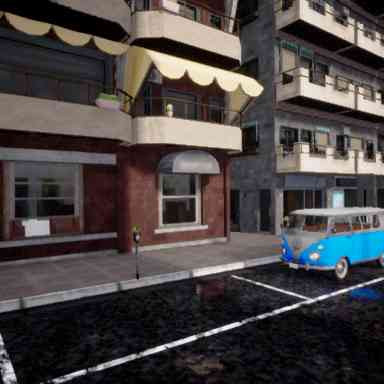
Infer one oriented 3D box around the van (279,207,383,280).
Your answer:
[{"bbox_3d":[4.273,1.340,9.619,3.998,1.788,1.690,0,0,-35],"label":"van"}]
